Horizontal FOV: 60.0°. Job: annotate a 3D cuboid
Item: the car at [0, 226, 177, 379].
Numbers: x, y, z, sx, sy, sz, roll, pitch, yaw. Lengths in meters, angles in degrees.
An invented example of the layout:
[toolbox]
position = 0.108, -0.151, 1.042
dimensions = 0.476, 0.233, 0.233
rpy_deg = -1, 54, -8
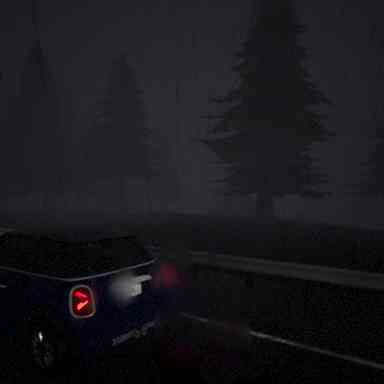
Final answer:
[car]
position = -2.534, 1.388, 5.804
dimensions = 4.553, 1.767, 2.097
rpy_deg = 0, 0, 36
